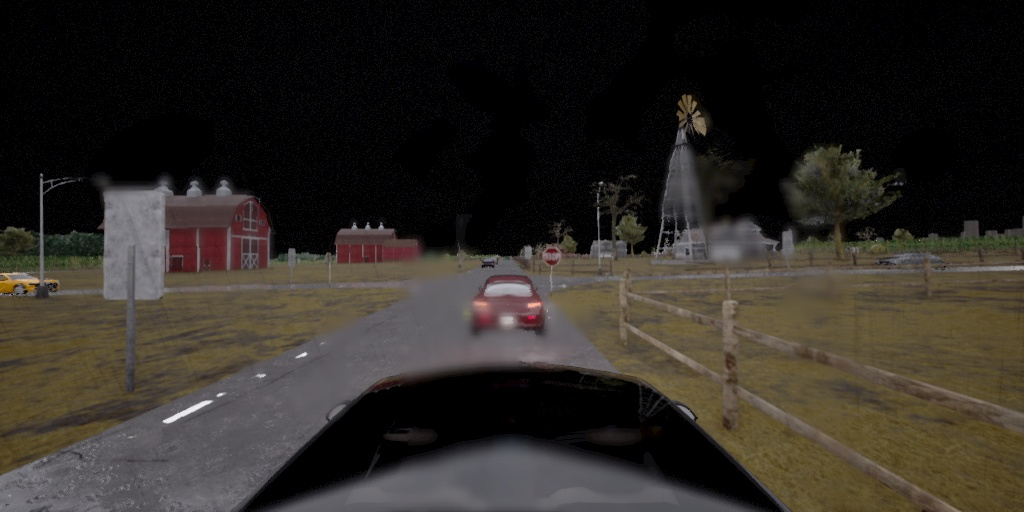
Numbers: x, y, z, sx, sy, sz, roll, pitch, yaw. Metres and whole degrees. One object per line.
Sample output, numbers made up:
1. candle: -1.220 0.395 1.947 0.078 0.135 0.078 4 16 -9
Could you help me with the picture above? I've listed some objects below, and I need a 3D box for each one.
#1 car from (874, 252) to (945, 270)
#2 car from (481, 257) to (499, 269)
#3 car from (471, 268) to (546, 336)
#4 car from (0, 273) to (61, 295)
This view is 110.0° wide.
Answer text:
1. car: 31.996 0.411 28.953 4.181 1.385 1.994 -1 -1 -1
2. car: -3.400 1.039 51.694 2.033 1.411 5.357 0 0 -1
3. car: -0.088 1.252 10.175 1.812 1.442 4.674 0 0 0
4. car: -34.803 1.933 25.047 5.008 1.535 1.882 -1 -1 -1
